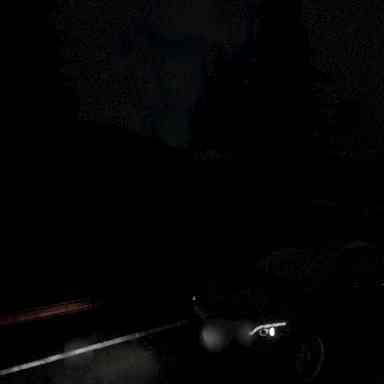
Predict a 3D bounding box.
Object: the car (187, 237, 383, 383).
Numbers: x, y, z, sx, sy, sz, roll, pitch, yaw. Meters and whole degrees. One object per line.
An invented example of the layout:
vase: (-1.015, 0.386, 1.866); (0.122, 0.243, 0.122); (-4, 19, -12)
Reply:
car: (2.111, 1.525, 5.452); (4.674, 1.442, 1.812); (0, 0, -35)
